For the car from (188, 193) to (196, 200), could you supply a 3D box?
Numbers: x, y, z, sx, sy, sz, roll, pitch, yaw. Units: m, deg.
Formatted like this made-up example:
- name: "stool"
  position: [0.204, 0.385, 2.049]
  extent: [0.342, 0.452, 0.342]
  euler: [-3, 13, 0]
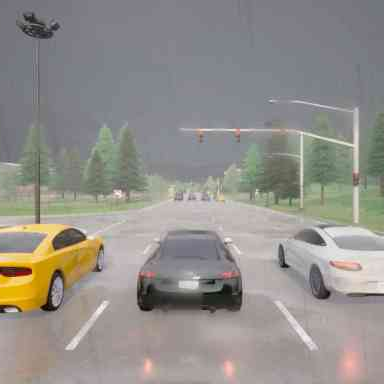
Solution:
- name: "car"
  position: [0.006, 1.187, 92.081]
  extent: [2.097, 1.767, 4.553]
  euler: [0, 0, 0]

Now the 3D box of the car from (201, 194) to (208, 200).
- name: "car"
  position: [3.506, 1.332, 92.111]
  extent: [1.837, 1.490, 4.892]
  euler: [0, 0, 0]

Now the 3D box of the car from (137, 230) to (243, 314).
- name: "car"
  position: [0.002, 1.564, 7.732]
  extent: [1.994, 1.385, 4.181]
  euler: [0, 0, 2]

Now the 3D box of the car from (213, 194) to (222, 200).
- name: "car"
  position: [7.006, 1.385, 92.111]
  extent: [1.994, 1.385, 4.181]
  euler: [0, 0, 0]

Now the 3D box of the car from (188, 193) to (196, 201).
- name: "car"
  position: [0.005, 1.347, 82.078]
  extent: [2.097, 1.767, 4.553]
  euler: [0, 0, 0]

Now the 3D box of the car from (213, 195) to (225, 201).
- name: "car"
  position: [7.005, 1.469, 81.691]
  extent: [1.882, 1.535, 5.008]
  euler: [0, 0, 0]

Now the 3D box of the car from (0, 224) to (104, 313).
- name: "car"
  position: [-3.487, 1.478, 7.761]
  extent: [1.882, 1.535, 5.008]
  euler: [0, 0, 0]

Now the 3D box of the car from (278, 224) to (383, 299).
- name: "car"
  position: [3.519, 1.526, 8.305]
  extent: [1.812, 1.442, 4.674]
  euler: [0, 0, 1]

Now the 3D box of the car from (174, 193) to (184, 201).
- name: "car"
  position: [-3.495, 1.587, 82.138]
  extent: [1.895, 1.301, 4.718]
  euler: [0, 0, 0]

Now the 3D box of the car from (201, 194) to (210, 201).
- name: "car"
  position: [3.505, 1.545, 82.108]
  extent: [1.994, 1.385, 4.181]
  euler: [0, 0, 0]
